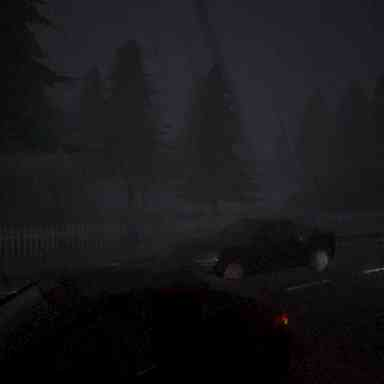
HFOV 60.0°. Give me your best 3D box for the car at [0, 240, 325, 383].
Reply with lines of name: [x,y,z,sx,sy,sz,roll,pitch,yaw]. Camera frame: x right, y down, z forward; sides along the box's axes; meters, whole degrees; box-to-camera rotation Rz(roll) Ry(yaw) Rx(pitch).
car: [-1.025,1.521,3.081,4.674,1.442,1.812,-1,0,-34]

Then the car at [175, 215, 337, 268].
car: [1.829,1.437,9.161,5.008,1.535,1.882,0,0,-32]
